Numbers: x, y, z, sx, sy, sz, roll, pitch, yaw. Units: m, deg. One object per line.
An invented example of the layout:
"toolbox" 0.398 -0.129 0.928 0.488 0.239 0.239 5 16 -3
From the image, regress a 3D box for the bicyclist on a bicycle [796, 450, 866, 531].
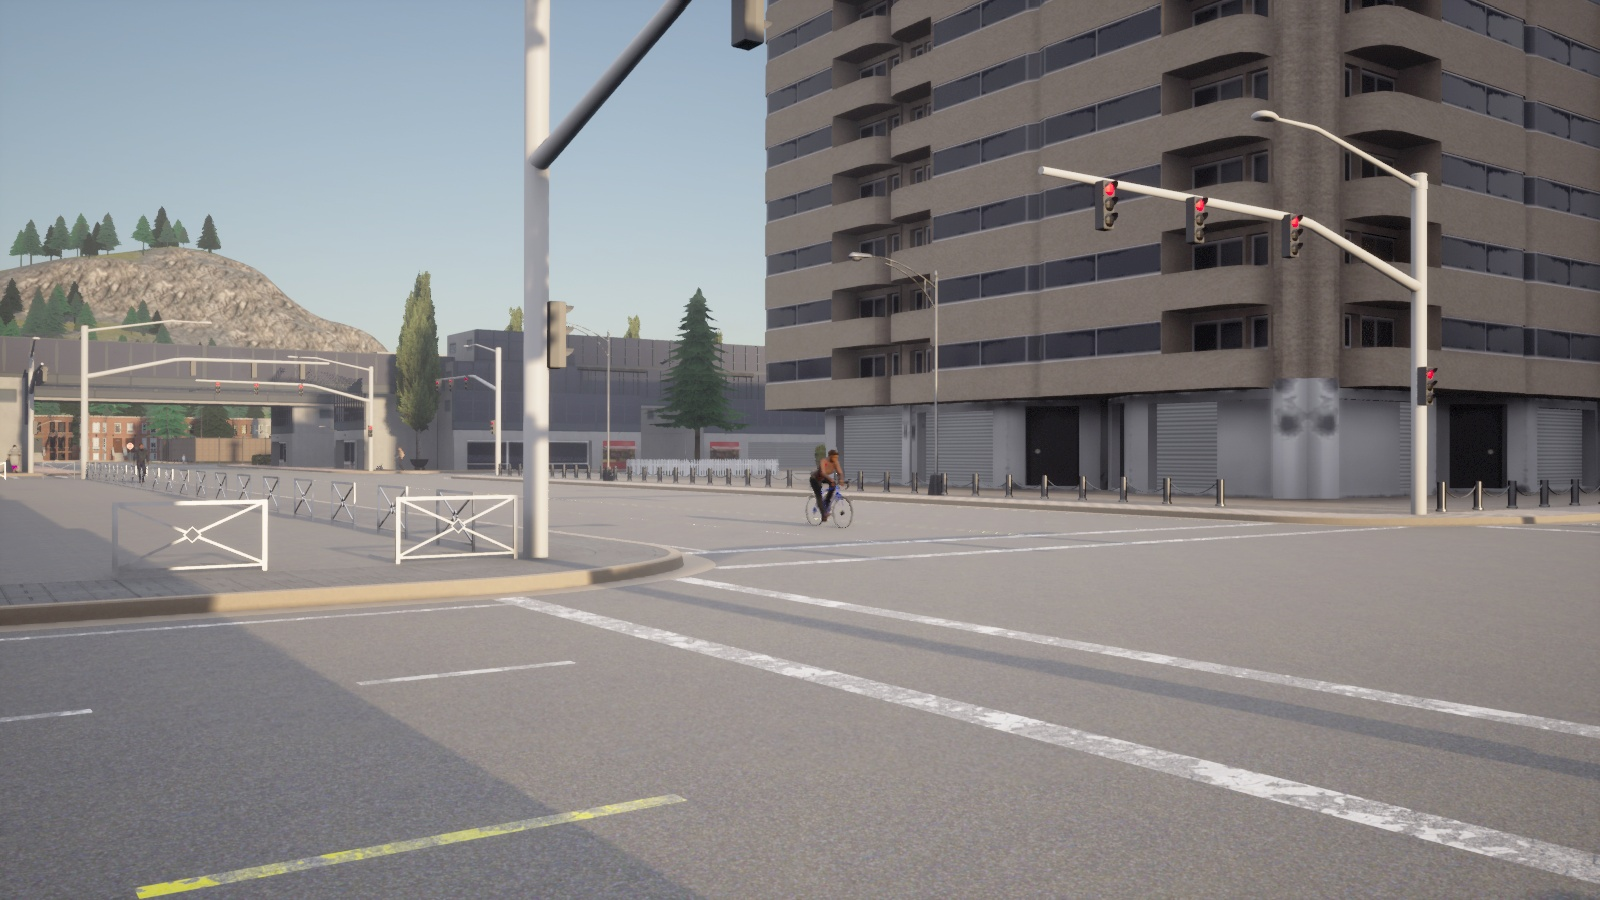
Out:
"bicyclist on a bicycle" 0.628 0.815 25.966 0.582 1.620 1.656 0 0 -35

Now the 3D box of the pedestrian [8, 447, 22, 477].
"pedestrian" -50.246 0.762 80.345 0.659 1.952 0.873 0 0 -38

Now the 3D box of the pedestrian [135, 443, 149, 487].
"pedestrian" -28.902 0.655 55.140 0.423 1.949 0.788 0 0 -35
